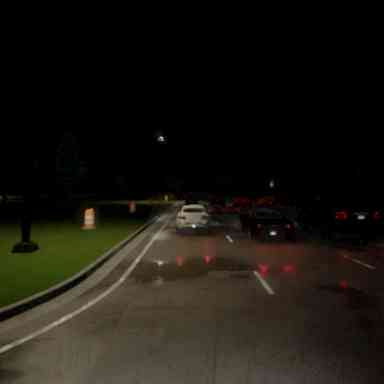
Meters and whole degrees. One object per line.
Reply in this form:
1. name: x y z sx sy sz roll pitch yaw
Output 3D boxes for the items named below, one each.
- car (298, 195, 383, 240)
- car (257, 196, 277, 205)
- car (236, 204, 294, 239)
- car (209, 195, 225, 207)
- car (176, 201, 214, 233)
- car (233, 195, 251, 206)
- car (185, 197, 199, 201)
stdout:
1. car: 7.092 1.145 16.612 2.150 2.045 5.566 0 0 0
2. car: 10.475 1.264 46.711 1.882 1.535 5.008 0 1 0
3. car: 3.589 1.523 16.922 1.895 1.301 4.718 0 0 0
4. car: 3.473 1.136 46.885 2.097 1.767 4.553 0 0 0
5. car: 0.088 1.439 18.808 1.812 1.442 4.674 0 0 0
6. car: 6.973 1.137 46.843 2.097 1.767 4.553 0 0 0
7. car: -0.027 1.334 46.574 2.033 1.411 5.357 0 0 0
